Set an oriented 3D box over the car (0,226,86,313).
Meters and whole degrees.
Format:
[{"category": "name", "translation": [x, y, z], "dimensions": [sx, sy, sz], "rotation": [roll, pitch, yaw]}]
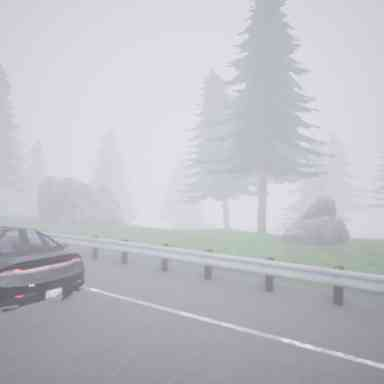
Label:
[{"category": "car", "translation": [-4.303, 1.471, 6.941], "dimensions": [4.902, 1.511, 2.128], "rotation": [0, 0, 35]}]
